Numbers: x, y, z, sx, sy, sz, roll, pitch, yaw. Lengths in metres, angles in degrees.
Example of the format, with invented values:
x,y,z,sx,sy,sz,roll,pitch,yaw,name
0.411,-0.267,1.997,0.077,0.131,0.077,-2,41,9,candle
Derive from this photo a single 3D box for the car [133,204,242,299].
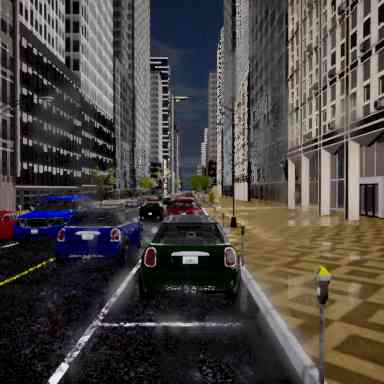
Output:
x,y,z,sx,sy,sz,roll,pitch,yaw,name
-0.033,1.351,8.621,2.097,1.767,4.553,0,0,0,car

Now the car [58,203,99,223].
x,y,z,sx,sy,sz,roll,pitch,yaw,name
-8.843,1.577,26.356,1.802,1.307,4.206,-1,0,0,car

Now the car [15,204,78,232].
x,y,z,sx,sy,sz,roll,pitch,yaw,name
-8.844,1.547,20.672,2.008,1.369,4.403,-1,0,0,car

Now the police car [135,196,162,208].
x,y,z,sx,sy,sz,roll,pitch,yaw,name
-3.145,1.420,27.622,1.930,1.638,5.238,0,0,0,police car

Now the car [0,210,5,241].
x,y,z,sx,sy,sz,roll,pitch,yaw,name
-8.843,1.542,14.989,1.887,1.381,4.507,-1,0,0,car

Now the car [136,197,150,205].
x,y,z,sx,sy,sz,roll,pitch,yaw,name
-8.843,1.570,60.458,1.802,1.307,4.206,-1,0,0,car

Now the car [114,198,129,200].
x,y,z,sx,sy,sz,roll,pitch,yaw,name
-8.844,1.544,37.723,2.008,1.369,4.403,-1,0,0,car

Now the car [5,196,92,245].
x,y,z,sx,sy,sz,roll,pitch,yaw,name
-6.246,1.219,15.951,2.150,2.045,5.566,0,0,0,car

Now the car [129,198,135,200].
x,y,z,sx,sy,sz,roll,pitch,yaw,name
-8.843,1.541,49.090,2.008,1.369,4.403,-1,0,0,car

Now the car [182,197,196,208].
x,y,z,sx,sy,sz,roll,pitch,yaw,name
-0.463,1.541,49.090,2.008,1.369,4.403,-1,0,0,car

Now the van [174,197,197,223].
x,y,z,sx,sy,sz,roll,pitch,yaw,name
-0.465,1.336,26.356,1.690,1.788,3.998,-1,0,0,van

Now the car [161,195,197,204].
x,y,z,sx,sy,sz,roll,pitch,yaw,name
-0.465,1.311,20.672,2.192,1.841,5.009,-1,0,0,car

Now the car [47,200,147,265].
x,y,z,sx,sy,sz,roll,pitch,yaw,name
-3.047,1.349,11.854,2.097,1.767,4.553,0,0,0,car

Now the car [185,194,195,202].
x,y,z,sx,sy,sz,roll,pitch,yaw,name
-0.465,1.298,77.509,2.192,1.841,5.009,-1,0,0,car

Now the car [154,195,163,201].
x,y,z,sx,sy,sz,roll,pitch,yaw,name
-8.844,1.545,88.876,1.947,1.339,4.313,-1,0,0,car

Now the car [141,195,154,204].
x,y,z,sx,sy,sz,roll,pitch,yaw,name
-8.845,1.426,66.141,1.967,1.590,4.097,-1,0,0,car
